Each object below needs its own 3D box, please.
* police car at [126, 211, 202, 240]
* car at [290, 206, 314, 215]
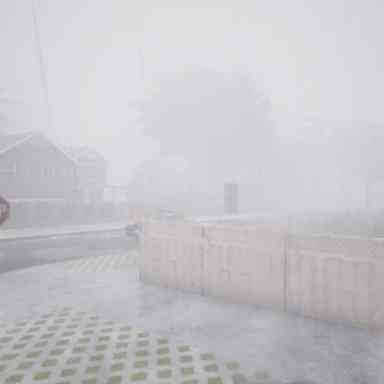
[{"bbox_3d":[-1.248,1.853,18.455,2.038,1.542,4.974,1,-1,36],"label":"police car"},{"bbox_3d":[15.271,2.624,45.957,2.033,1.411,5.357,1,-1,36],"label":"car"}]
